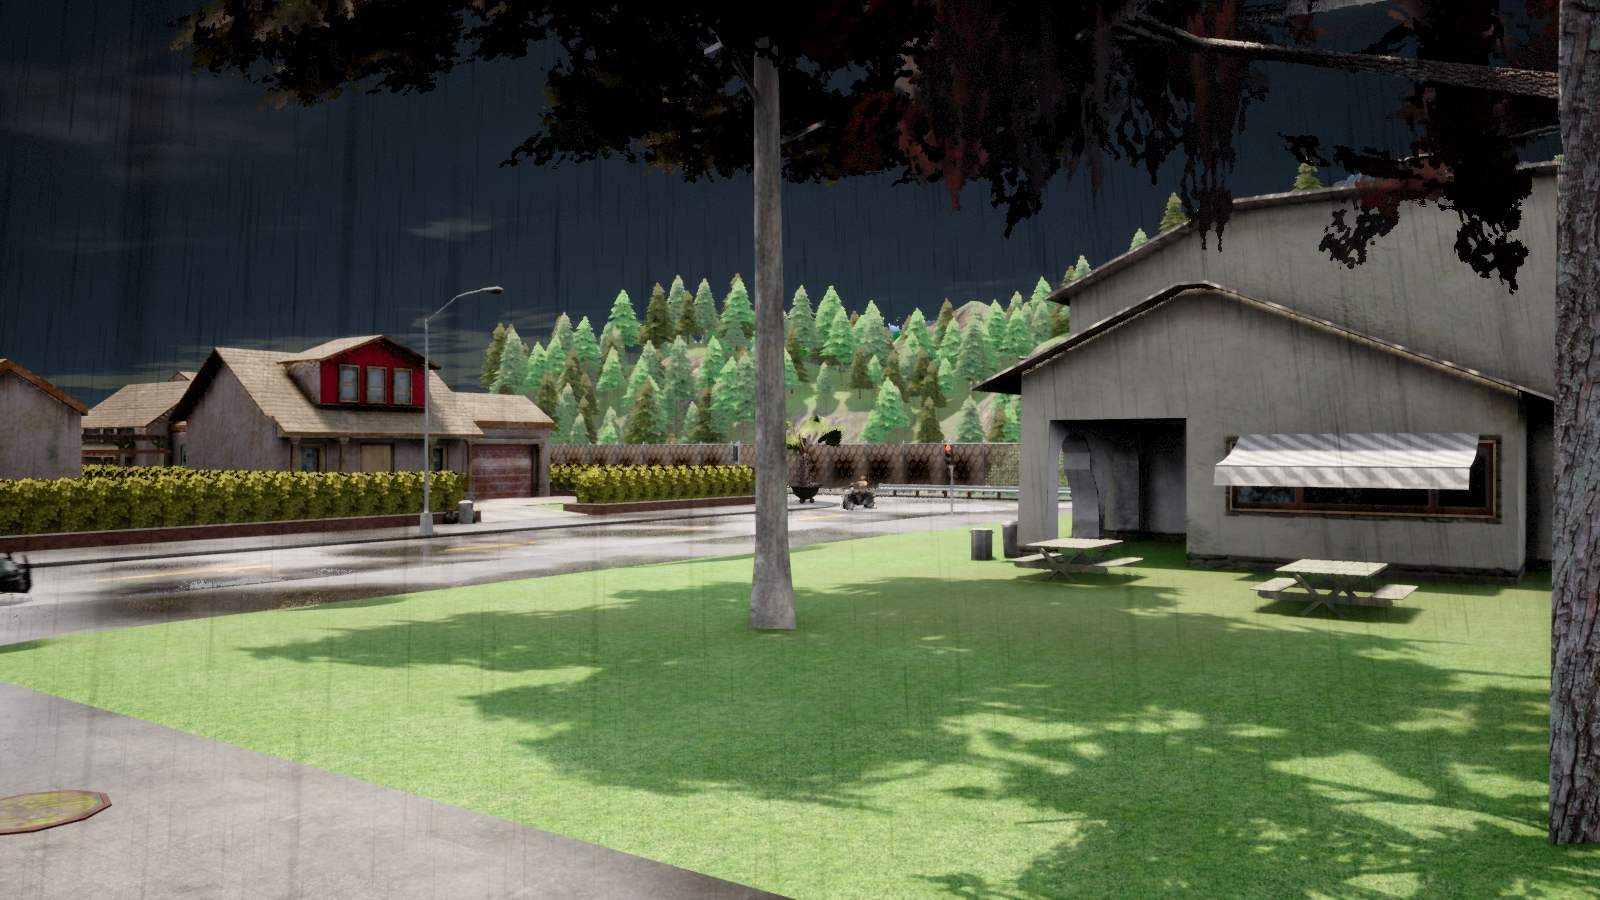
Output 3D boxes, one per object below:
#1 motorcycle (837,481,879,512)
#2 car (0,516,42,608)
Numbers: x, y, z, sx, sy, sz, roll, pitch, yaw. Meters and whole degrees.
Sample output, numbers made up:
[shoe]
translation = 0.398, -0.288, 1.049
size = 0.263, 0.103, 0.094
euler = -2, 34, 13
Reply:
[motorcycle]
translation = 2.725, 2.155, 53.394
size = 0.764, 1.307, 2.356
euler = 1, 1, 38
[car]
translation = -16.173, 2.038, 19.552
size = 2.038, 1.542, 4.974
euler = 0, 0, 40
